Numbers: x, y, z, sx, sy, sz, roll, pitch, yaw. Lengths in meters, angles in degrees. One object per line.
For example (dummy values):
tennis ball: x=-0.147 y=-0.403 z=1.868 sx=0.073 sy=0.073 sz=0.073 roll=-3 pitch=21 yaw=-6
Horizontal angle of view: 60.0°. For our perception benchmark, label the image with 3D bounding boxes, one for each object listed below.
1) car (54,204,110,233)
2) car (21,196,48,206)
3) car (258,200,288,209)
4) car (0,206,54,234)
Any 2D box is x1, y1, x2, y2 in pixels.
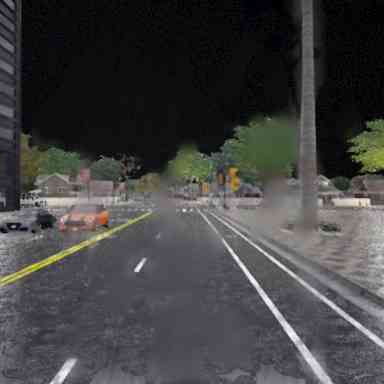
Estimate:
car: x=-6.735 y=1.567 z=21.300 sx=2.097 sy=1.767 sz=4.553 roll=0 pitch=-1 yaw=-1
car: x=-28.149 y=1.671 z=57.865 sx=5.566 sy=2.045 sz=2.150 roll=1 pitch=0 yaw=1
car: x=13.829 y=2.081 z=56.882 sx=4.902 sy=1.511 sz=2.128 roll=0 pitch=0 yaw=1
car: x=-9.977 y=1.772 z=20.566 sx=1.994 sy=1.385 sz=4.181 roll=0 pitch=-1 yaw=-1
